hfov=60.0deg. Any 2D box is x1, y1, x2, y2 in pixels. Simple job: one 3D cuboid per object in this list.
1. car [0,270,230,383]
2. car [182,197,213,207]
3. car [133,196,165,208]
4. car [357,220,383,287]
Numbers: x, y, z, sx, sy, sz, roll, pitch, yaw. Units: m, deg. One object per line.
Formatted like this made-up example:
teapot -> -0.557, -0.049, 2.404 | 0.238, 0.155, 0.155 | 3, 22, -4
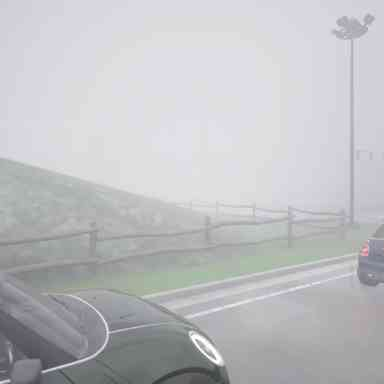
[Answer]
car -> -1.857, 1.352, 2.423 | 4.553, 1.767, 2.097 | 0, 0, -35
car -> 0.810, 1.526, 49.939 | 4.674, 1.442, 1.812 | 0, 0, 23
car -> -6.395, 1.352, 48.707 | 4.553, 1.767, 2.097 | 0, 0, 17
car -> 6.097, 1.352, 8.144 | 4.553, 1.767, 2.097 | 0, 0, -35
